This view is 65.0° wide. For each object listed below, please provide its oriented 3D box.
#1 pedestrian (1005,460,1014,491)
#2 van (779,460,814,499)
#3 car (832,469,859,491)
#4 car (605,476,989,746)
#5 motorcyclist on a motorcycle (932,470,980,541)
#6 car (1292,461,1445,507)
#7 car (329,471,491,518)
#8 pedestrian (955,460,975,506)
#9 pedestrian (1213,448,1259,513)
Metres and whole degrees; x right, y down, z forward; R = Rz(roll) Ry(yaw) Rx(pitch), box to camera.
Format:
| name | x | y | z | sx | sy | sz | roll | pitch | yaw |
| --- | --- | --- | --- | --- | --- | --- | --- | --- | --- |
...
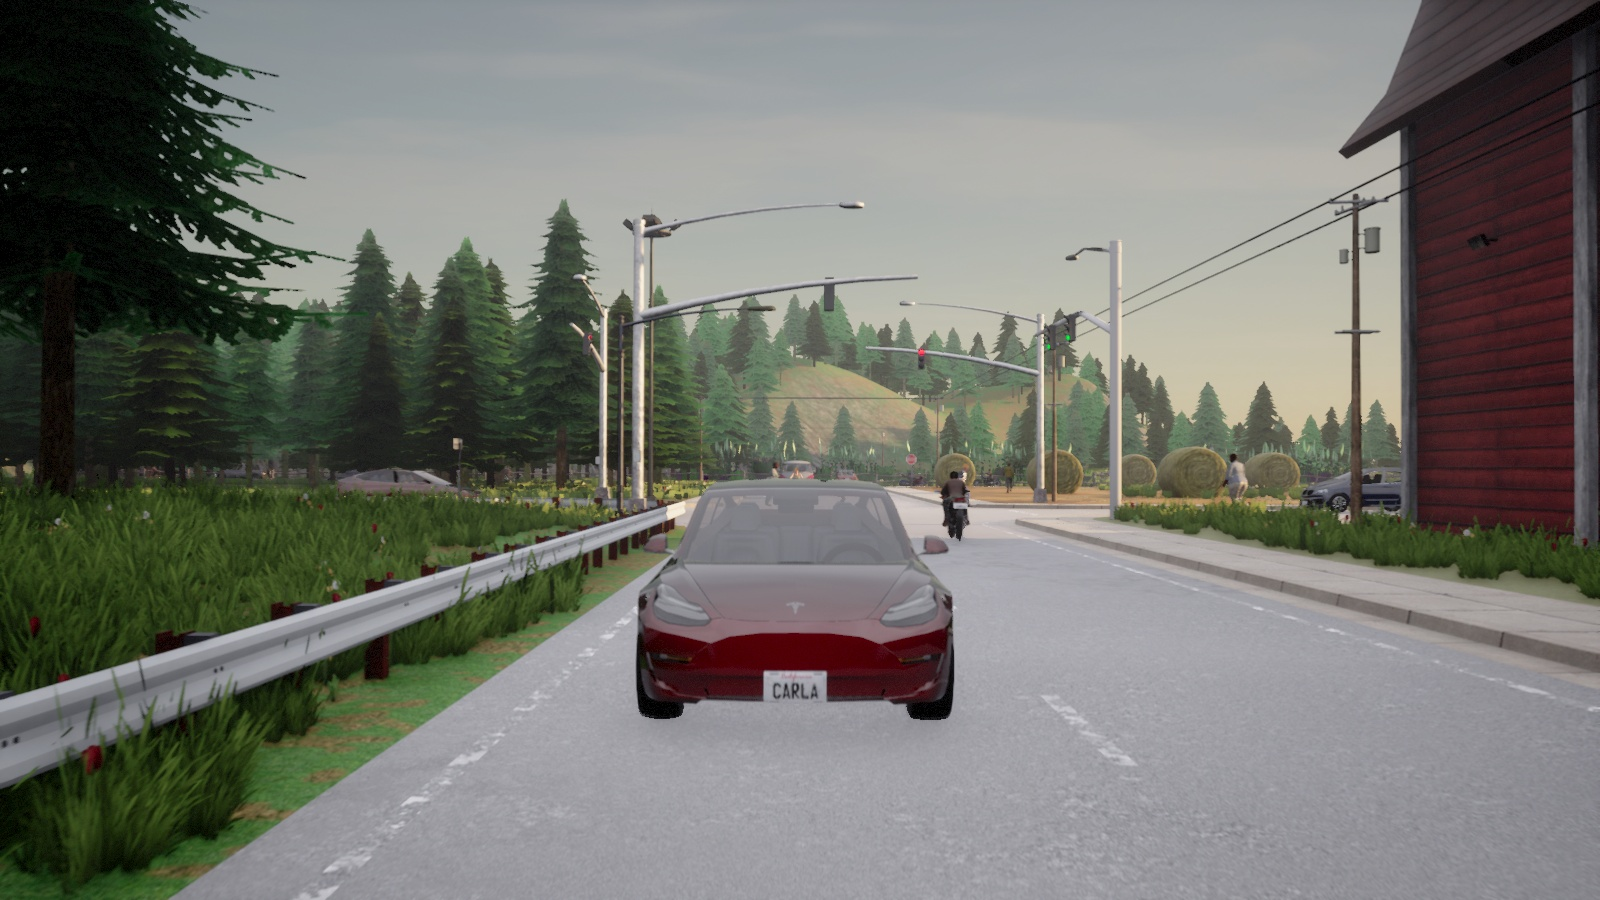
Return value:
| name | x | y | z | sx | sy | sz | roll | pitch | yaw |
| --- | --- | --- | --- | --- | --- | --- | --- | --- | --- |
| pedestrian | 12.374 | 1.512 | 74.170 | 0.370 | 1.835 | 0.726 | -1 | -1 | 19 |
| van | -0.171 | 1.566 | 66.638 | 1.775 | 1.987 | 4.442 | 0 | -1 | 0 |
| car | 3.270 | 2.131 | 90.078 | 1.789 | 1.549 | 3.705 | 0 | -1 | 0 |
| car | -0.025 | 0.954 | 9.473 | 2.163 | 1.488 | 4.792 | 0 | -1 | 0 |
| motorcyclist on a motorcycle | 3.428 | 1.198 | 27.828 | 0.797 | 1.523 | 2.044 | 0 | -1 | 0 |
| car | 20.882 | 1.238 | 46.280 | 4.611 | 1.667 | 2.242 | 0 | -1 | -1 |
| car | -12.997 | 1.469 | 42.074 | 4.792 | 1.488 | 2.163 | 0 | -1 | -1 |
| pedestrian | 6.540 | 1.303 | 49.857 | 0.706 | 1.836 | 0.354 | -1 | -1 | 33 |
| pedestrian | 12.806 | 0.889 | 36.884 | 0.874 | 1.855 | 0.900 | 0 | -1 | -30 |
